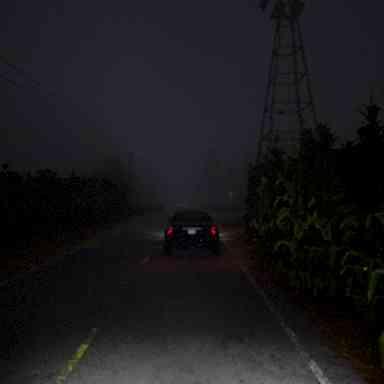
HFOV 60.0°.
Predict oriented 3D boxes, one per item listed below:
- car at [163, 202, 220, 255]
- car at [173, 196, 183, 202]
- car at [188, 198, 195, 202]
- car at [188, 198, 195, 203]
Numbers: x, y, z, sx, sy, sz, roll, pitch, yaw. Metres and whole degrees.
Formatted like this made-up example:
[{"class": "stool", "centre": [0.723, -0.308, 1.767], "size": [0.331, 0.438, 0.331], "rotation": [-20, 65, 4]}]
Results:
[{"class": "car", "centre": [-0.009, 1.480, 14.084], "size": [2.097, 1.767, 4.553], "rotation": [0, -1, 0]}, {"class": "car", "centre": [-3.263, 1.956, 80.250], "size": [2.150, 2.045, 5.566], "rotation": [0, -1, 0]}, {"class": "car", "centre": [-0.064, 2.265, 82.002], "size": [1.812, 1.442, 4.674], "rotation": [0, -1, 0]}, {"class": "car", "centre": [-0.073, 2.402, 93.281], "size": [1.895, 1.301, 4.718], "rotation": [0, -1, 0]}]
